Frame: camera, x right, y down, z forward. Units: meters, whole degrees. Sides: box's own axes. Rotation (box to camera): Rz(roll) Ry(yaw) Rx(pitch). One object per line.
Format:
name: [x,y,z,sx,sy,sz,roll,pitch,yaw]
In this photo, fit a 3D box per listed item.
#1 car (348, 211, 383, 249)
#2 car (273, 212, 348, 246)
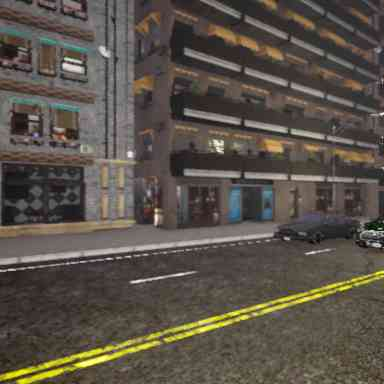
car: [9.039,1.517,14.357,4.553,1.767,2.097,1,-1,-37]
car: [6.360,1.711,16.399,5.357,1.411,2.033,1,-1,-37]
